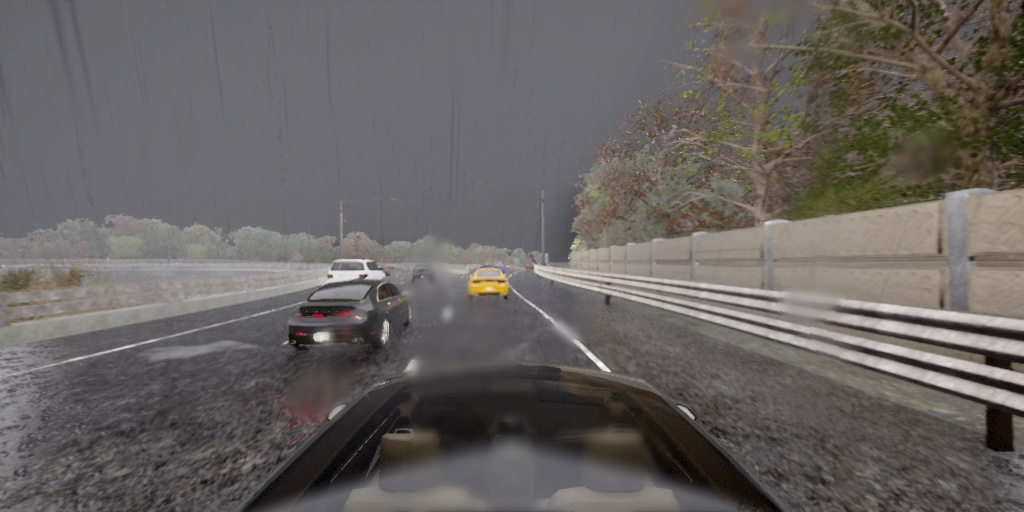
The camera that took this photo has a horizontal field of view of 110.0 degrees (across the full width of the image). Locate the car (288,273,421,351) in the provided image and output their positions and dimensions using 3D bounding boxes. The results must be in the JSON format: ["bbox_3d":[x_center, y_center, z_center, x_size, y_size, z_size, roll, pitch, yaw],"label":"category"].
[{"bbox_3d":[-3.845,1.355,9.373,1.837,1.490,4.892,0,-1,-4],"label":"car"}]

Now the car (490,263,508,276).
[{"bbox_3d":[-1.603,1.688,46.968,1.882,1.535,5.008,0,-1,3],"label":"car"}]

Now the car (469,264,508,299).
[{"bbox_3d":[-1.277,1.412,19.427,1.882,1.535,5.008,0,0,-5],"label":"car"}]

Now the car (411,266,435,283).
[{"bbox_3d":[-7.966,1.608,32.226,1.837,1.490,4.892,0,-1,-16],"label":"car"}]

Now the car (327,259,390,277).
[{"bbox_3d":[-8.709,1.211,20.433,2.150,2.045,5.566,0,-1,-10],"label":"car"}]
